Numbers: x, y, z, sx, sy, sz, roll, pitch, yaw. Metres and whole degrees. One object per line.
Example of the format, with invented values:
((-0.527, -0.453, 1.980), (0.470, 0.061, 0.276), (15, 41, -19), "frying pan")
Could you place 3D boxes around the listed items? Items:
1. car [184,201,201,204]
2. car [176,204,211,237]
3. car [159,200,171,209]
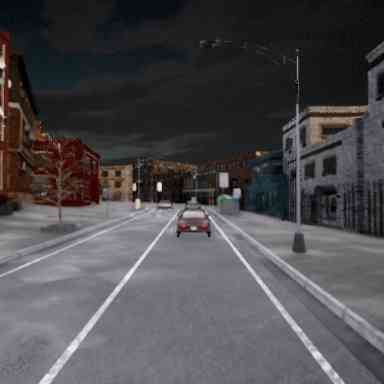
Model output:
((0.072, 1.748, 39.483), (2.128, 1.511, 4.902), (0, 0, 0), "car")
((0.094, 1.649, 18.853), (1.812, 1.442, 4.674), (0, 0, 0), "car")
((-4.191, 1.932, 51.714), (1.895, 1.301, 4.718), (0, 0, -6), "car")
